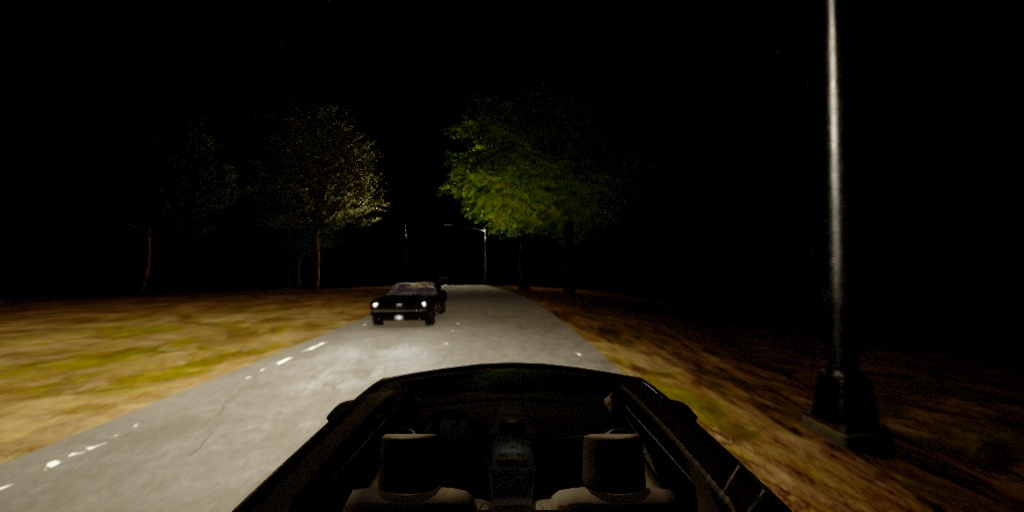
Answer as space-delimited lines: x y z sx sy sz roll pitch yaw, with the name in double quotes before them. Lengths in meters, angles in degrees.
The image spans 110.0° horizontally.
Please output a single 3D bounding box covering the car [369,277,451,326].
"car" -3.502 1.598 12.918 1.895 1.301 4.718 0 -2 -4
